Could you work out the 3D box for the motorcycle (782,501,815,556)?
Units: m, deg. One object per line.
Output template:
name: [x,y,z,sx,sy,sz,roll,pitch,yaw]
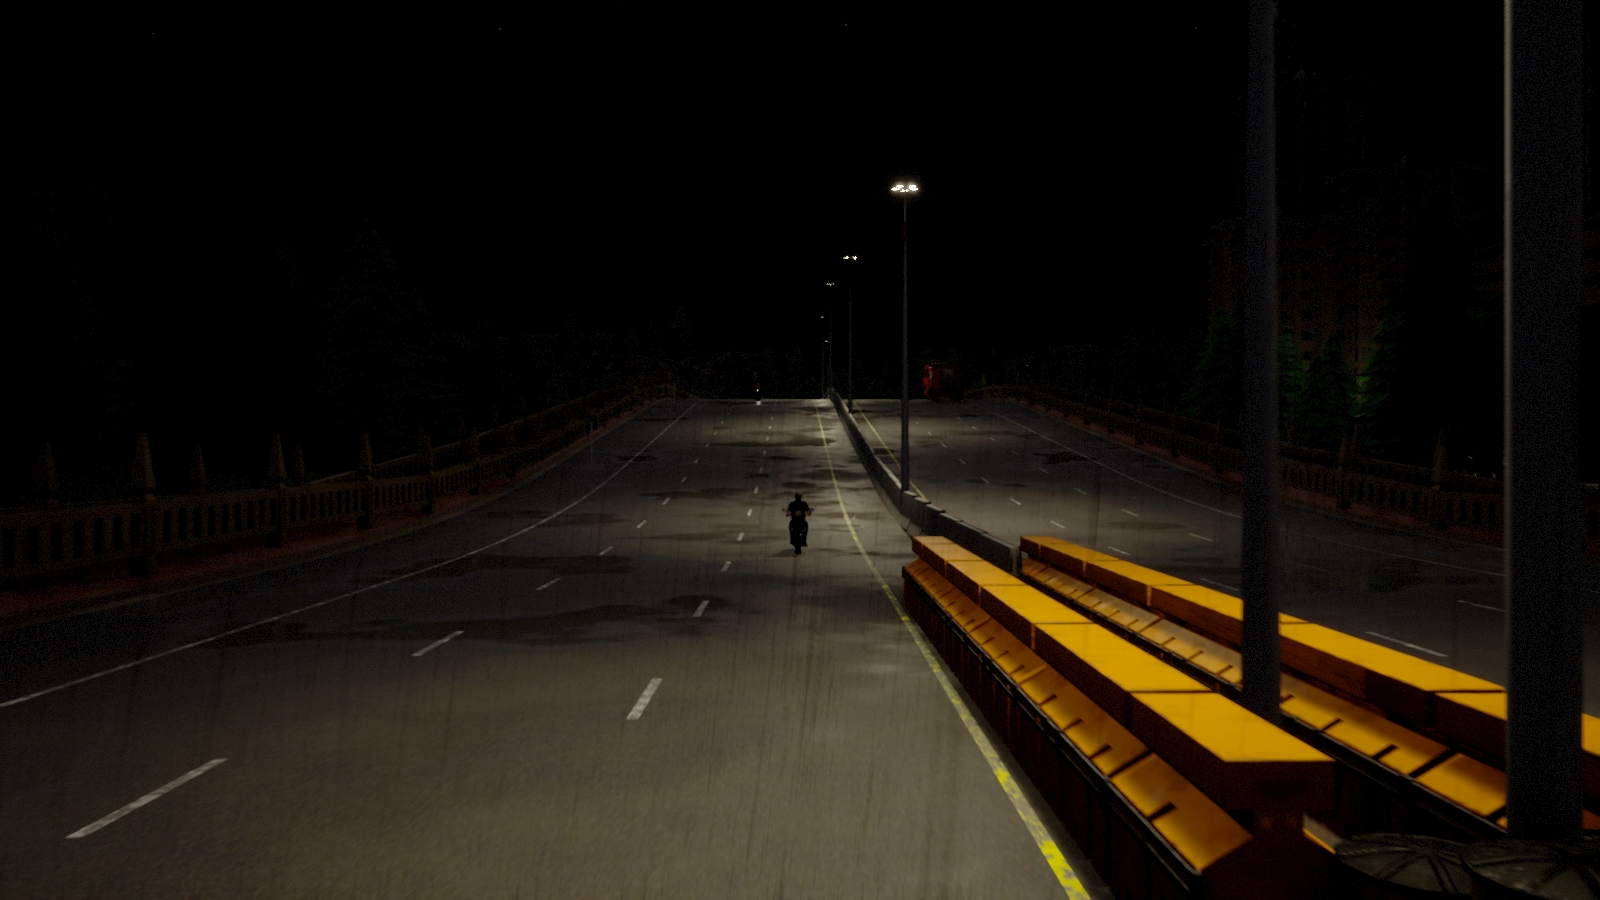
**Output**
motorcycle: [-0.042,2.097,30.838,0.856,1.316,1.805,0,1,0]
